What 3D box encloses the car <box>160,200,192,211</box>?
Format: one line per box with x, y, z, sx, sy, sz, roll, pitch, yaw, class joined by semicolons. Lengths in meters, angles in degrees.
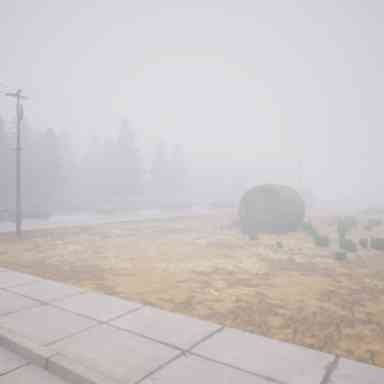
-2.025;1.731;43.613;1.895;1.301;4.718;0;0;37;car

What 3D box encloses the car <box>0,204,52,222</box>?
-13.911;1.697;27.589;1.994;1.385;4.181;0;0;37;car

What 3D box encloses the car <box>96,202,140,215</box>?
-7.893;1.732;35.717;1.895;1.301;4.718;0;0;36;car

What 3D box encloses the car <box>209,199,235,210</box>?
4.138;1.641;45.749;1.812;1.442;4.674;0;0;36;car
